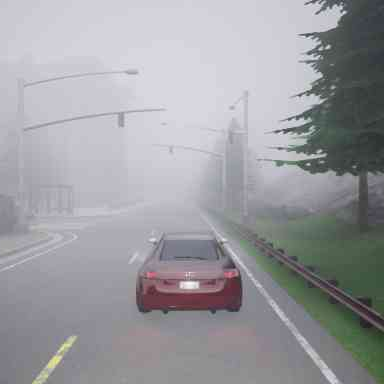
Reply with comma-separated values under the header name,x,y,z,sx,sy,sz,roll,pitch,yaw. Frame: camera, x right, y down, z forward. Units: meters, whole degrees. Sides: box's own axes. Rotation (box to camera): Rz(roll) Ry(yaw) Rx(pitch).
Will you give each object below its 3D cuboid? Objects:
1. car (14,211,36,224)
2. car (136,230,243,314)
name,x,y,z,sx,sy,sz,roll,pitch,yaw
car,-13.208,1.532,21.772,5.357,1.411,2.033,0,0,-2
car,-0.077,1.564,7.696,1.994,1.385,4.181,0,0,-1
